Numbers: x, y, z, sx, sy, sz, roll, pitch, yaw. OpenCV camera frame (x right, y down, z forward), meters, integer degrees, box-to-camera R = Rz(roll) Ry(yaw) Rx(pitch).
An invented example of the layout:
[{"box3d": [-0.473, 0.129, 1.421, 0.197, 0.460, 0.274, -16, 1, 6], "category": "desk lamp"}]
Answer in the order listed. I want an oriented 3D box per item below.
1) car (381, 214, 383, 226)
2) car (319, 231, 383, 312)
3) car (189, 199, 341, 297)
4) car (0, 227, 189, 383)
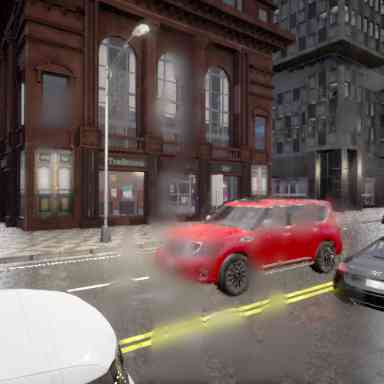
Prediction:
[{"box3d": [14.260, 1.543, 21.871, 4.181, 1.385, 1.994, 0, 0, -36], "category": "car"}, {"box3d": [4.811, 1.562, 6.888, 4.181, 1.385, 1.994, 0, 0, -35], "category": "car"}, {"box3d": [1.788, 1.222, 8.960, 5.566, 2.045, 2.150, 0, 0, -36], "category": "car"}, {"box3d": [-2.926, 1.221, 1.348, 5.566, 2.045, 2.150, 0, 0, -36], "category": "car"}]
